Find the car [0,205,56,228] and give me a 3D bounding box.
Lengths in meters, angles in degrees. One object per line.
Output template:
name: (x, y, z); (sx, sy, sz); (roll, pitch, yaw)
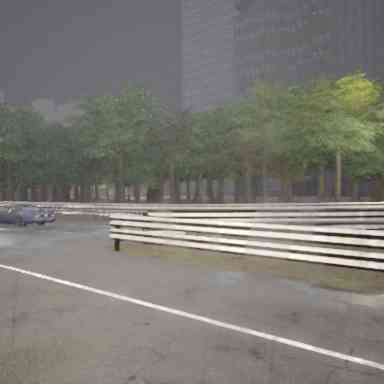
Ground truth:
car: (-11.545, 1.538, 21.890); (5.357, 1.411, 2.033); (0, 0, 21)
